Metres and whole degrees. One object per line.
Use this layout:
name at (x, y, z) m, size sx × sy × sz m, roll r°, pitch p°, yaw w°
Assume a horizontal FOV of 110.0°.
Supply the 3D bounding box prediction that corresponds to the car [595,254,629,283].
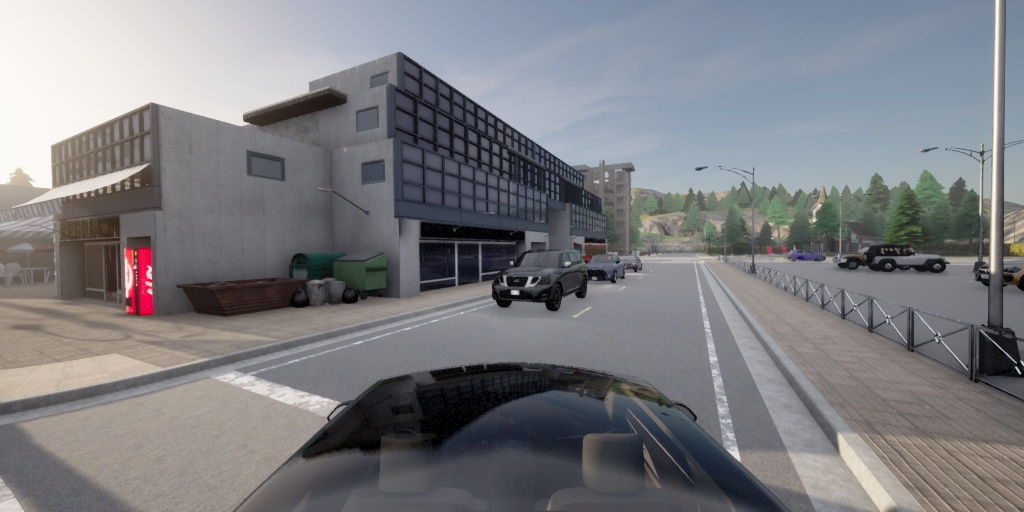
car at (5.747, 0.659, 22.594) m, size 2.097 × 1.767 × 4.553 m, roll 0°, pitch 1°, yaw 27°

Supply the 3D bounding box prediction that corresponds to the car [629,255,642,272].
car at (10.344, 0.606, 31.736) m, size 1.812 × 1.442 × 4.674 m, roll 0°, pitch 1°, yaw 27°

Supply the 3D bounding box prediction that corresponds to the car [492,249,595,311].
car at (1.332, 0.747, 13.804) m, size 2.150 × 2.045 × 5.566 m, roll 0°, pitch 1°, yaw 27°
